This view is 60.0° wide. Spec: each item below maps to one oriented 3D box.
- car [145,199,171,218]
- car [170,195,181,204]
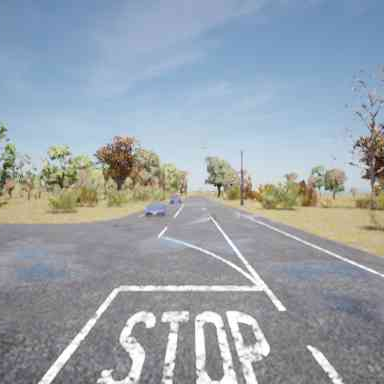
[{"bbox_3d":[-3.412,1.699,32.446,1.812,1.442,4.674,0,0,0],"label":"car"},{"bbox_3d":[-3.420,1.557,70.188,2.150,2.045,5.566,0,0,0],"label":"car"}]
